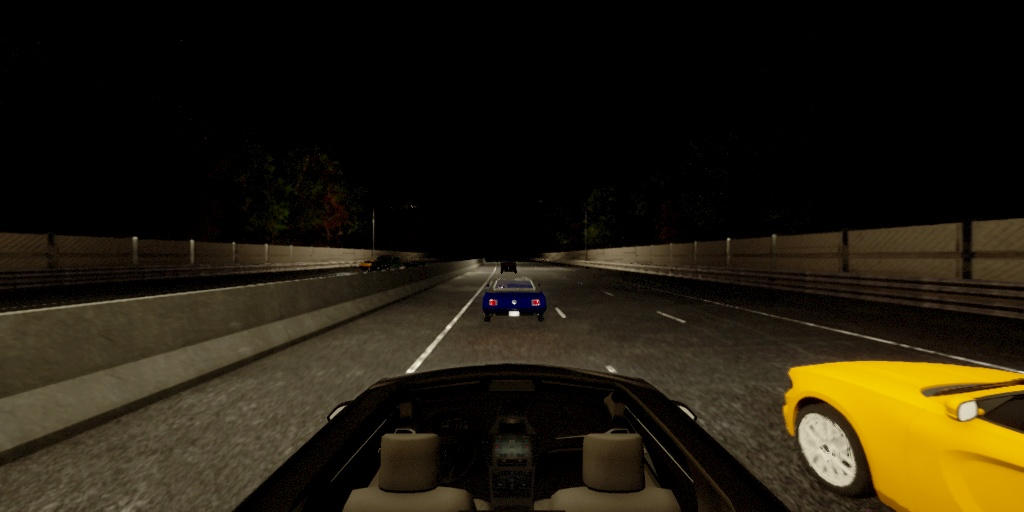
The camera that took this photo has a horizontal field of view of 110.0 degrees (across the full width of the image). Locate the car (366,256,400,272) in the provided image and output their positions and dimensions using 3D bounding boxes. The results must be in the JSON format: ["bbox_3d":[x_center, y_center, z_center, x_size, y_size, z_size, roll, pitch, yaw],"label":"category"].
[{"bbox_3d":[-14.567,0.984,41.727,2.150,2.045,5.566,0,0,-1],"label":"car"}]

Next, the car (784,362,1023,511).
[{"bbox_3d":[3.593,1.227,1.449,1.882,1.535,5.008,0,0,0],"label":"car"}]

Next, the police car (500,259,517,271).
[{"bbox_3d":[-0.438,1.190,44.209,1.930,1.638,5.238,0,0,-1],"label":"police car"}]

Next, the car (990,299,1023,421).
[{"bbox_3d":[7.092,1.275,2.300,1.812,1.442,4.674,0,0,0],"label":"car"}]

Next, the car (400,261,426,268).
[{"bbox_3d":[-11.060,1.287,41.435,1.812,1.442,4.674,0,0,-1],"label":"car"}]

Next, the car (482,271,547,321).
[{"bbox_3d":[0.055,1.355,12.420,1.895,1.301,4.718,0,0,0],"label":"car"}]

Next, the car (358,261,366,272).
[{"bbox_3d":[-18.171,1.239,46.282,1.882,1.535,5.008,0,0,-1],"label":"car"}]
